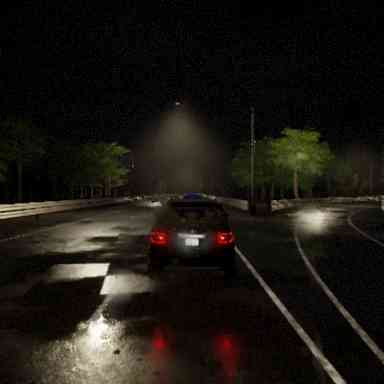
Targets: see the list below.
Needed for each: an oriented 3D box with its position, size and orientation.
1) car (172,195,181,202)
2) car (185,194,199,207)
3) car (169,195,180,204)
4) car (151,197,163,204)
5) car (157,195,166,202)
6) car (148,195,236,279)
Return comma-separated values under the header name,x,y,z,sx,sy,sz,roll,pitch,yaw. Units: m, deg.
name,x,y,z,sx,sy,sz,roll,pitch,yaw
car,-3.503,1.430,76.835,1.882,1.535,5.008,0,0,0
car,-0.004,1.280,54.906,2.150,2.045,5.566,0,0,0
car,-3.502,1.443,66.798,2.097,1.767,4.553,0,0,0
car,-7.002,1.644,66.828,1.994,1.385,4.181,0,0,0
car,-7.003,1.477,76.834,1.812,1.442,4.674,0,0,0
car,-0.001,1.225,10.148,2.150,2.045,5.566,0,0,0
